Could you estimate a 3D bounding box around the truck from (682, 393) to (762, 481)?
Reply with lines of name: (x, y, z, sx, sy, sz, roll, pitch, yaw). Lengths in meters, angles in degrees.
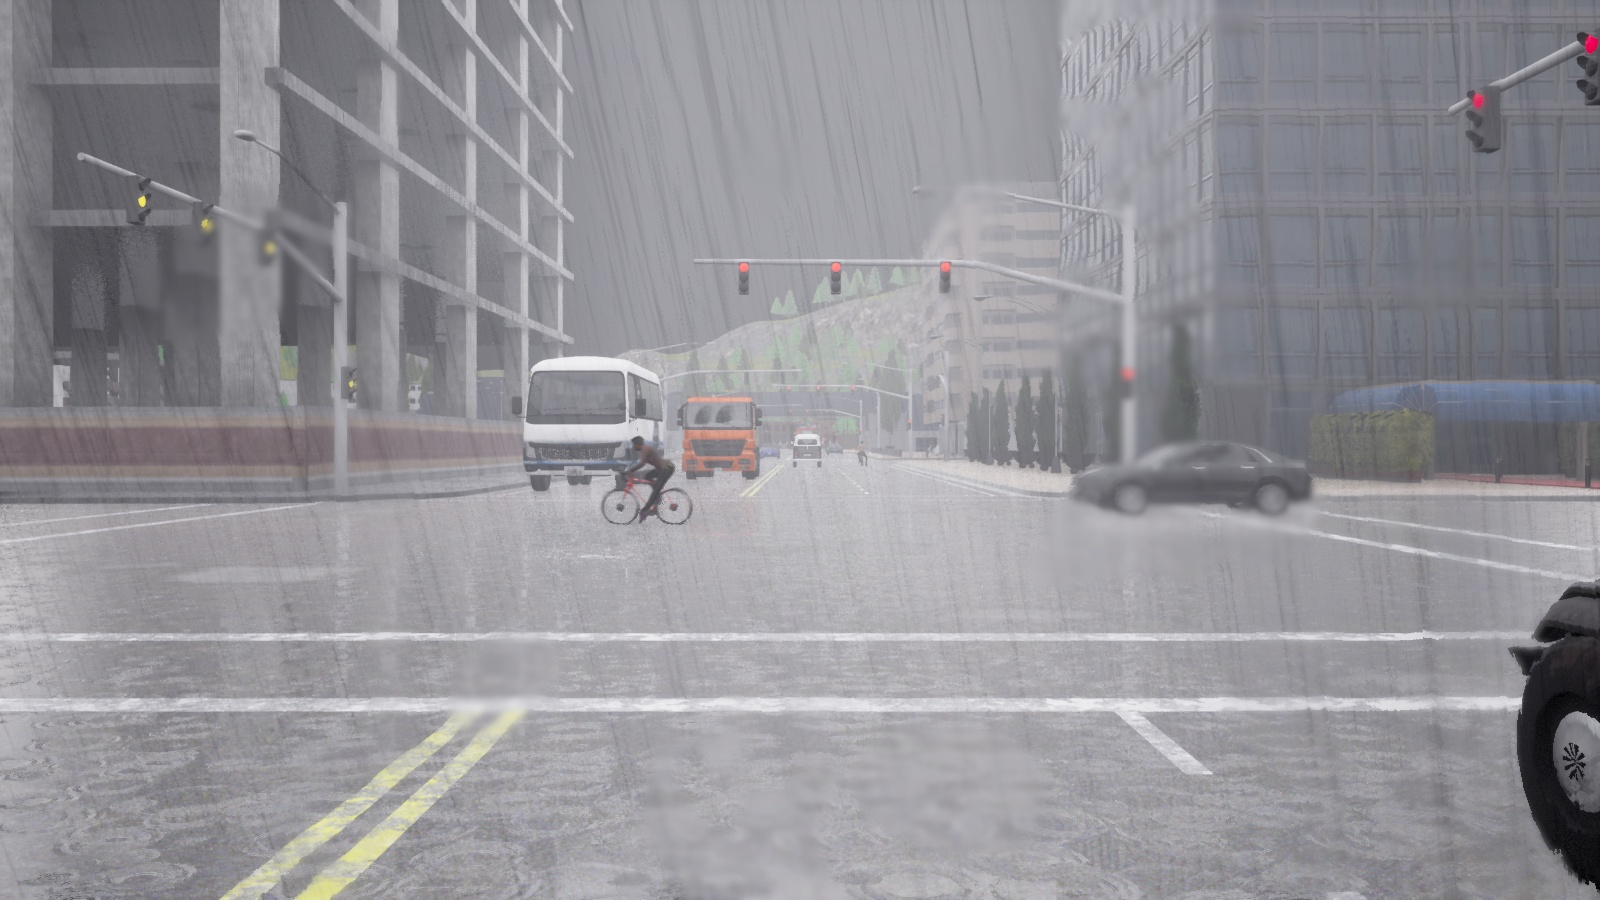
truck: (-3.185, -0.539, 53.286, 2.891, 3.462, 7.936, 0, 0, 0)

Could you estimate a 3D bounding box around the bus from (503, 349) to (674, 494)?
bus: (-6.747, -0.873, 42.103, 3.944, 4.253, 10.273, 0, 0, 0)

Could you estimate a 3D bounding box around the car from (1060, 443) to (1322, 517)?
car: (8.085, 0.610, 26.277, 4.892, 1.490, 1.837, 0, 0, 0)

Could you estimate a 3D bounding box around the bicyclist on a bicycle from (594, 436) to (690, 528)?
bicyclist on a bicycle: (-2.840, 0.569, 22.661, 1.656, 1.620, 0.582, 0, 0, -1)

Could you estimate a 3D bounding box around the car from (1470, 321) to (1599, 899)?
car: (3.532, 0.529, 2.910, 1.905, 1.878, 3.866, 0, 0, 0)

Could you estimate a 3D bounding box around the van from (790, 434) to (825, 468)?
van: (0.452, 0.032, 77.677, 2.069, 2.038, 4.480, 0, 0, 0)
